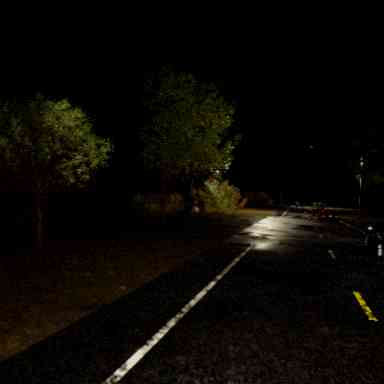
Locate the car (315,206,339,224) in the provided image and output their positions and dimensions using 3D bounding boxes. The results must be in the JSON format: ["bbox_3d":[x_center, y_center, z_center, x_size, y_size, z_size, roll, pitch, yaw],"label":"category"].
[{"bbox_3d":[15.134,2.644,36.870,2.033,1.411,5.357,3,0,18],"label":"car"}]

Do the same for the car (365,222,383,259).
[{"bbox_3d":[9.238,2.090,15.062,1.882,1.535,5.008,3,-1,18],"label":"car"}]

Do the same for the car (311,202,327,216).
[{"bbox_3d":[19.925,2.680,51.962,2.150,2.045,5.566,3,0,18],"label":"car"}]
